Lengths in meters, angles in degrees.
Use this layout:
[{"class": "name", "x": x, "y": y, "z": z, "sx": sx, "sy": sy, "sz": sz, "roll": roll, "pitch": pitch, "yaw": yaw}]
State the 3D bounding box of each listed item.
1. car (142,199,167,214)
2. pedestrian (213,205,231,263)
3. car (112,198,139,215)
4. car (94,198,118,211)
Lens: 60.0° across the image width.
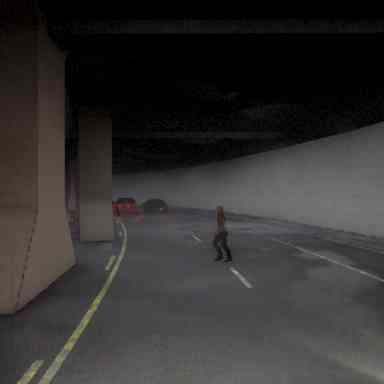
[{"class": "car", "x": -4.125, "y": 1.503, "z": 36.224, "sx": 1.837, "sy": 1.490, "sz": 4.892, "roll": 0, "pitch": -1, "yaw": -23}, {"class": "pedestrian", "x": 0.930, "y": 1.294, "z": 10.561, "sx": 0.375, "sy": 1.860, "sz": 0.375, "roll": 0, "pitch": 0, "yaw": -7}, {"class": "car", "x": -6.876, "y": 1.354, "z": 33.765, "sx": 2.097, "sy": 1.767, "sz": 4.553, "roll": 0, "pitch": 0, "yaw": -22}, {"class": "car", "x": -11.151, "y": 1.526, "z": 42.773, "sx": 1.812, "sy": 1.442, "sz": 4.674, "roll": 0, "pitch": 0, "yaw": -29}]
